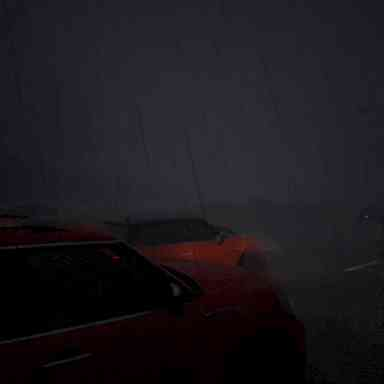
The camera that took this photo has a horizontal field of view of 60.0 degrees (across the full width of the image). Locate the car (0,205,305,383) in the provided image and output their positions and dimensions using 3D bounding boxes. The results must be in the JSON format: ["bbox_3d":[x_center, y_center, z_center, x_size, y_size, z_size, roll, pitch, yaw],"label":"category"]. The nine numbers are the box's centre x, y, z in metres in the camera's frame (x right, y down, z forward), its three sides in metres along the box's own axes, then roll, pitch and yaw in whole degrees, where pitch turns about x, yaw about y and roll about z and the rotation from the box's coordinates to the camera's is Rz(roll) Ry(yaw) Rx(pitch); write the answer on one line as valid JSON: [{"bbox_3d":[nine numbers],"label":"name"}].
[{"bbox_3d":[-1.439,1.226,2.798,5.566,2.045,2.150,0,0,-36],"label":"car"}]

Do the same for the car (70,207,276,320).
[{"bbox_3d":[-0.288,1.351,8.024,4.553,1.767,2.097,0,0,-37],"label":"car"}]

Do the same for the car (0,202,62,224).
[{"bbox_3d":[-12.658,1.541,25.221,4.892,1.490,1.837,0,0,-37],"label":"car"}]

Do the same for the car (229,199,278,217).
[{"bbox_3d":[5.911,1.460,31.644,4.902,1.511,2.128,0,0,-43],"label":"car"}]

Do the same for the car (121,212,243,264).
[{"bbox_3d":[-0.297,1.561,12.429,4.181,1.385,1.994,0,0,-38],"label":"car"}]

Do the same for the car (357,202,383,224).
[{"bbox_3d":[13.588,1.469,24.196,4.674,1.442,1.812,0,0,-43],"label":"car"}]

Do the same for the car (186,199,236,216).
[{"bbox_3d":[1.964,1.473,32.768,4.902,1.511,2.128,0,0,-42],"label":"car"}]

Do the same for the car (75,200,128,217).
[{"bbox_3d":[-8.851,1.544,32.664,4.674,1.442,1.812,0,0,-39],"label":"car"}]
